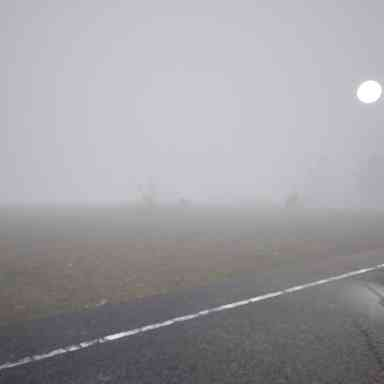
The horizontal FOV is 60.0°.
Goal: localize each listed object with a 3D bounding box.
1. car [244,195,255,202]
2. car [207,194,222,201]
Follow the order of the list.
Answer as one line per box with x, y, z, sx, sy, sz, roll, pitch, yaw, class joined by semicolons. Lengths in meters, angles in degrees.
10.806;1.414;68.204;1.812;1.442;4.674;0;0;-33;car
5.424;1.286;76.262;1.812;1.442;4.674;0;0;-34;car
